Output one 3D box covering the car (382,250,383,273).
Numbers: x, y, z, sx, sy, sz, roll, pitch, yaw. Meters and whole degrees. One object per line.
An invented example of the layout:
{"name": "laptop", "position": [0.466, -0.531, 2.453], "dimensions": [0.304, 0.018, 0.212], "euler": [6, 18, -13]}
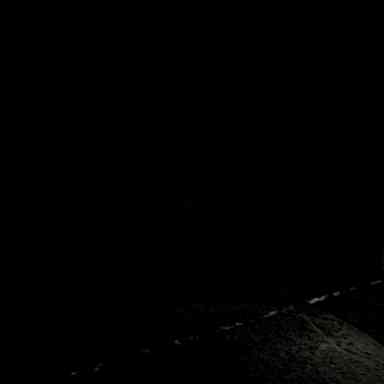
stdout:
{"name": "car", "position": [6.897, 1.166, 7.971], "dimensions": [5.566, 2.045, 2.150], "euler": [0, 0, -33]}
